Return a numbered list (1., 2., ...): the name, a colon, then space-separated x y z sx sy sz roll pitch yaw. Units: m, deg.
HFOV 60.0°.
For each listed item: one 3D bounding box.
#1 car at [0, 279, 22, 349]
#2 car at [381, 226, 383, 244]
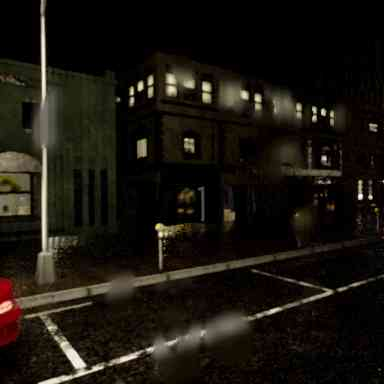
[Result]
1. car: -4.195 1.592 3.569 4.206 1.307 1.802 -1 0 -36
2. car: 9.285 1.333 13.207 4.097 1.590 1.967 0 0 -36
